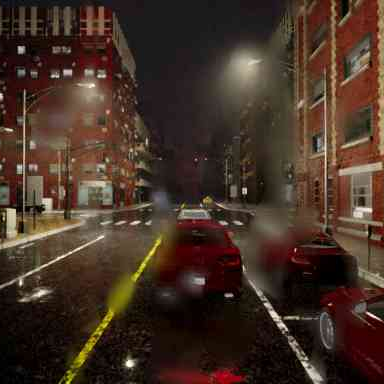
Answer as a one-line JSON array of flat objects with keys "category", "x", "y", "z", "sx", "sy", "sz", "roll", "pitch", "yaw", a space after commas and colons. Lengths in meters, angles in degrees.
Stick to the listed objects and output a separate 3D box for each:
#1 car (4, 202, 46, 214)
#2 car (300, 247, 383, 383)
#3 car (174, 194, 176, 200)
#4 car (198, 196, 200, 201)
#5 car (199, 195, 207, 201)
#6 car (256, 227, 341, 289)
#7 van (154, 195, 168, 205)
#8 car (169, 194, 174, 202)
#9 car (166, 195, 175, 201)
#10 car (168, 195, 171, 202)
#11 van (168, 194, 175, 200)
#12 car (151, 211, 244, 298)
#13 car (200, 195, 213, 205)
[{"category": "car", "x": -18.680, "y": 1.730, "z": 37.269, "sx": 4.313, "sy": 1.339, "sz": 1.947, "roll": 0, "pitch": -1, "yaw": 0}, {"category": "car", "x": 2.670, "y": 1.583, "z": 3.213, "sx": 1.802, "sy": 1.307, "sz": 4.206, "roll": 1, "pitch": 0, "yaw": 0}, {"category": "car", "x": -5.611, "y": 1.553, "z": 80.607, "sx": 1.752, "sy": 1.417, "sz": 4.829, "roll": 1, "pitch": 0, "yaw": 0}, {"category": "car", "x": 2.769, "y": 1.572, "z": 80.732, "sx": 1.887, "sy": 1.381, "sz": 4.507, "roll": 1, "pitch": 0, "yaw": 0}, {"category": "car", "x": 2.773, "y": 1.597, "z": 86.383, "sx": 1.947, "sy": 1.339, "sz": 4.313, "roll": 1, "pitch": 0, "yaw": 0}, {"category": "car", "x": 2.845, "y": 1.584, "z": 8.869, "sx": 1.802, "sy": 1.307, "sz": 4.206, "roll": 1, "pitch": 0, "yaw": 0}, {"category": "van", "x": -5.627, "y": 1.359, "z": 58.168, "sx": 1.690, "sy": 1.788, "sz": 3.998, "roll": 1, "pitch": 0, "yaw": 0}, {"category": "car", "x": -5.617, "y": 1.607, "z": 75.125, "sx": 1.802, "sy": 1.307, "sz": 4.206, "roll": 1, "pitch": 0, "yaw": 0}, {"category": "car", "x": -5.607, "y": 1.582, "z": 86.429, "sx": 2.008, "sy": 1.369, "sz": 4.403, "roll": 1, "pitch": 0, "yaw": 0}, {"category": "car", "x": -5.626, "y": 1.602, "z": 63.820, "sx": 1.802, "sy": 1.307, "sz": 4.206, "roll": 1, "pitch": 0, "yaw": 0}, {"category": "van", "x": -5.599, "y": 1.375, "z": 92.082, "sx": 1.690, "sy": 1.788, "sz": 3.998, "roll": 1, "pitch": 0, "yaw": 0}, {"category": "car", "x": 0.105, "y": 1.480, "z": 8.549, "sx": 1.882, "sy": 1.535, "sz": 5.008, "roll": 0, "pitch": 0, "yaw": 0}, {"category": "car", "x": 2.750, "y": 1.543, "z": 58.292, "sx": 1.752, "sy": 1.417, "sz": 4.829, "roll": 1, "pitch": 0, "yaw": 0}]
